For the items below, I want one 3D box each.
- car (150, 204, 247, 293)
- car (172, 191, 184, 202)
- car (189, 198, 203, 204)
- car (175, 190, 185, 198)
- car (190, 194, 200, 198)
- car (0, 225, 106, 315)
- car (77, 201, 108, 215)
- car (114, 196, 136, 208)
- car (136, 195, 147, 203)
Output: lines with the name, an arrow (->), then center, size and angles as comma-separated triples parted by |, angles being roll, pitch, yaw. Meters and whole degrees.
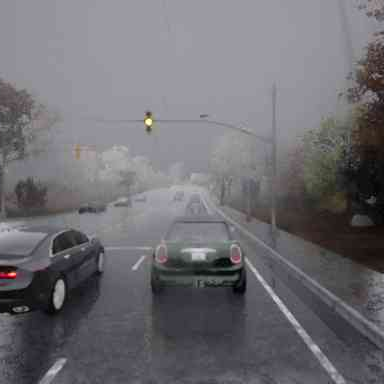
car -> 0.155, 1.367, 9.087 | 2.097, 1.767, 4.553 | 0, 0, 0
car -> -2.900, 1.174, 65.571 | 2.033, 1.411, 5.357 | 0, 3, 1
car -> 0.351, 1.597, 30.877 | 2.033, 1.411, 5.357 | 0, 0, 1
car -> -2.795, 0.477, 75.990 | 2.033, 1.411, 5.357 | 0, 3, 1
car -> 0.600, 1.174, 65.536 | 2.033, 1.411, 5.357 | 0, 3, 1
car -> -3.367, 1.517, 7.590 | 1.837, 1.490, 4.892 | 0, 0, 0
car -> -10.307, 1.655, 34.711 | 1.895, 1.301, 4.718 | 0, 0, 1
car -> -10.144, 1.555, 49.302 | 1.882, 1.535, 5.008 | 0, 1, 1
car -> -9.937, 1.252, 64.363 | 1.994, 1.385, 4.181 | 0, 3, 1
